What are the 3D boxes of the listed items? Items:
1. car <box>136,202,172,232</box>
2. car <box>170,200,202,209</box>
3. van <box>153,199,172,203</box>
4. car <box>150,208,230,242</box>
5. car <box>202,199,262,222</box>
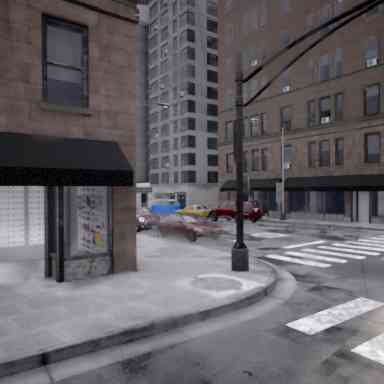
[{"bbox_3d":[-3.460,1.704,22.094,1.967,1.590,4.097,-1,0,-36],"label":"car"},{"bbox_3d":[0.147,1.801,31.680,1.752,1.417,4.829,-1,0,-36],"label":"car"},{"bbox_3d":[-2.973,1.686,36.009,1.690,1.788,3.998,-1,0,-36],"label":"van"},{"bbox_3d":[-0.242,1.777,17.626,1.802,1.307,4.206,-1,0,-36],"label":"car"},{"bbox_3d":[3.456,1.519,27.073,2.192,1.841,5.009,-1,0,-36],"label":"car"}]
